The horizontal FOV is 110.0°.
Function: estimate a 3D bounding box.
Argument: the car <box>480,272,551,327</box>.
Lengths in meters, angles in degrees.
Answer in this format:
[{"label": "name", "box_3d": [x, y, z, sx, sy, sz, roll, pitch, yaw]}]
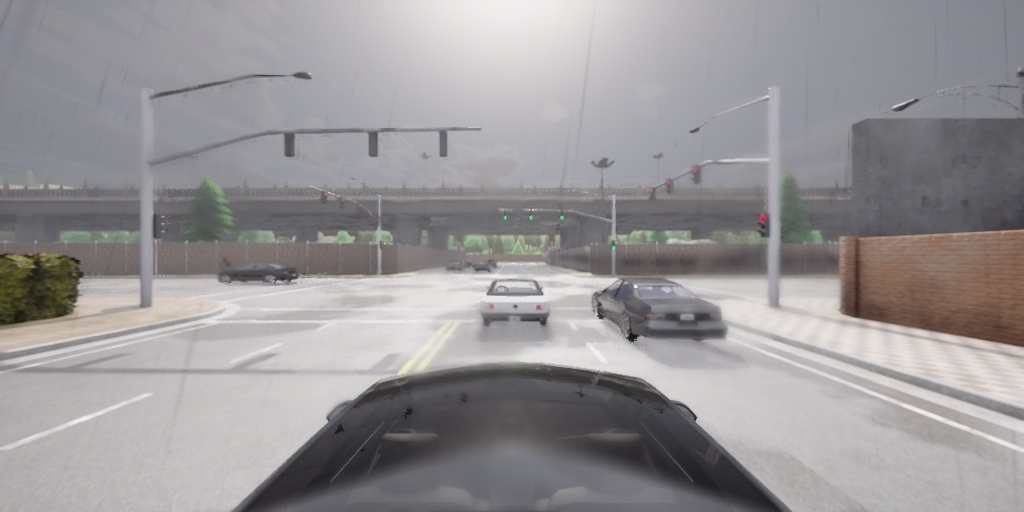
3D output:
[{"label": "car", "box_3d": [0.095, 1.350, 11.541, 1.895, 1.301, 4.718, 0, 0, 0]}]

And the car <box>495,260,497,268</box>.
[{"label": "car", "box_3d": [-3.547, 1.254, 61.110, 1.837, 1.490, 4.892, 0, 0, 1]}]

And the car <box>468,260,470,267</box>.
[{"label": "car", "box_3d": [-7.041, 1.312, 61.988, 1.994, 1.385, 4.181, 0, 0, 1]}]

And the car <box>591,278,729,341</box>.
[{"label": "car", "box_3d": [3.592, 1.298, 9.850, 2.033, 1.411, 5.357, 0, 0, 0]}]

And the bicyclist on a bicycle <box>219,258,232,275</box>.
[{"label": "bicyclist on a bicycle", "box_3d": [-25.803, 0.994, 32.356, 0.582, 1.620, 1.656, 0, 0, 0]}]

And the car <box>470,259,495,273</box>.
[{"label": "car", "box_3d": [-3.588, 1.297, 44.913, 2.033, 1.411, 5.357, 0, 0, 0]}]

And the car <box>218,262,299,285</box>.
[{"label": "car", "box_3d": [-17.658, 1.170, 25.060, 5.008, 1.535, 1.882, 0, 0, 1]}]

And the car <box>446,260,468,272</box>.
[{"label": "car", "box_3d": [-7.085, 1.254, 45.381, 1.837, 1.490, 4.892, 0, 0, 0]}]
